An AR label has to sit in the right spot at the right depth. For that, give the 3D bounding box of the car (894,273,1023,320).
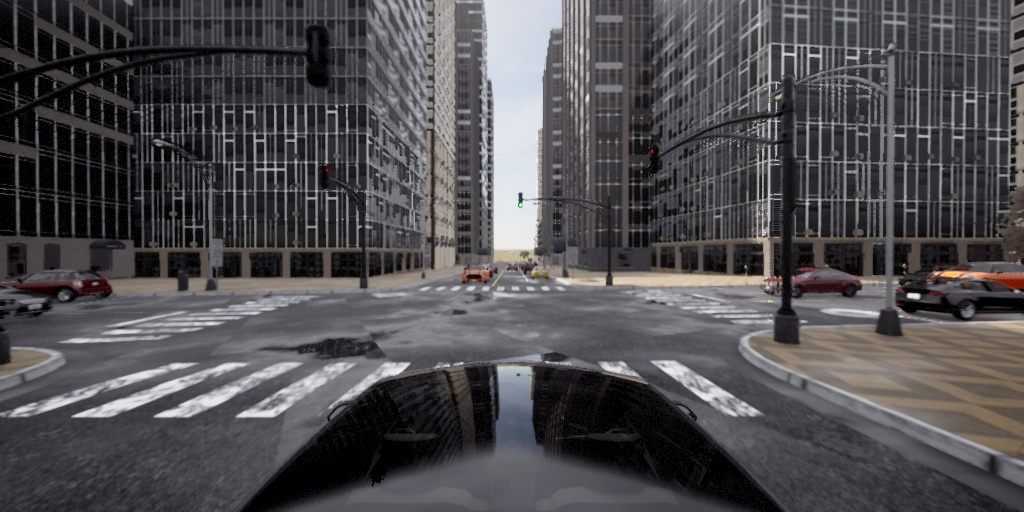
[{"bbox_3d":[16.130,1.428,12.752,4.313,1.339,1.948,0,0,-5],"label":"car"}]

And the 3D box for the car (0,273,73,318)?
[{"bbox_3d":[-18.857,1.493,12.118,4.902,1.511,2.128,0,1,-5],"label":"car"}]

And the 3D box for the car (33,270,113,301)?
[{"bbox_3d":[-22.571,1.405,17.603,4.097,1.591,1.967,0,0,-5],"label":"car"}]

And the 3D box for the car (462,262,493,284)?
[{"bbox_3d":[-3.098,1.440,31.355,2.097,1.767,4.553,0,-1,0],"label":"car"}]

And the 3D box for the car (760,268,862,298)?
[{"bbox_3d":[15.400,1.338,18.505,4.674,1.442,1.812,0,1,-5],"label":"car"}]

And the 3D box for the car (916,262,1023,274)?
[{"bbox_3d":[25.348,1.119,19.414,4.553,1.767,2.097,0,1,-5],"label":"car"}]

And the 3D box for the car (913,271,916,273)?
[{"bbox_3d":[26.441,1.303,22.121,4.313,1.339,1.948,0,0,-5],"label":"car"}]

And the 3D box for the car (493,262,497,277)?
[{"bbox_3d":[-3.097,1.676,41.288,1.882,1.535,5.008,0,-1,0],"label":"car"}]

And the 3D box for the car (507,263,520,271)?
[{"bbox_3d":[0.102,1.964,63.550,1.812,1.442,4.674,0,-1,0],"label":"car"}]

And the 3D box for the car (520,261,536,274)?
[{"bbox_3d":[2.732,1.631,52.077,2.192,1.841,5.009,0,0,0],"label":"car"}]

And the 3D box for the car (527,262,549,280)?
[{"bbox_3d":[2.822,1.675,36.997,1.751,1.417,4.829,0,0,0],"label":"car"}]
